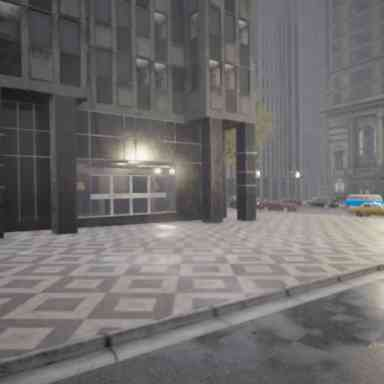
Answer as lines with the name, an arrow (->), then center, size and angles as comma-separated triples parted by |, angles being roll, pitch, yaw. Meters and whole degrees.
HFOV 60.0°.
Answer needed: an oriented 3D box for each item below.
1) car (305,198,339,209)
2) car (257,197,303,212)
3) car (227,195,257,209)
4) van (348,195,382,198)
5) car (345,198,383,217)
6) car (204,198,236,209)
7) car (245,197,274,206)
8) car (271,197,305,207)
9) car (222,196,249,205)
car -> 16.796, 1.429, 43.112 | 1.947, 1.339, 4.313 | -1, 1, -36
car -> 10.017, 1.549, 37.940 | 1.887, 1.381, 4.507 | -1, 1, -36
car -> 6.922, 1.305, 42.228 | 2.192, 1.841, 5.009 | -1, 1, -36
van -> 19.960, 1.219, 38.720 | 1.690, 1.788, 3.998 | -1, 1, -36
car -> 16.299, 1.562, 29.216 | 1.752, 1.417, 4.829 | -1, 1, -36
car -> 3.830, 1.526, 46.521 | 2.008, 1.369, 4.403 | -1, 1, -36
car -> 10.464, 1.415, 51.895 | 1.802, 1.307, 4.206 | -1, 1, -36
car -> 13.630, 1.392, 47.503 | 1.887, 1.381, 4.507 | -1, 1, -36
car -> 7.299, 1.370, 56.285 | 2.008, 1.369, 4.403 | -1, 1, -36
